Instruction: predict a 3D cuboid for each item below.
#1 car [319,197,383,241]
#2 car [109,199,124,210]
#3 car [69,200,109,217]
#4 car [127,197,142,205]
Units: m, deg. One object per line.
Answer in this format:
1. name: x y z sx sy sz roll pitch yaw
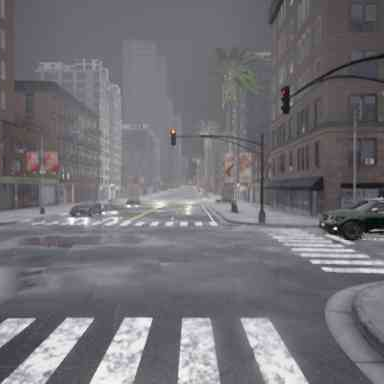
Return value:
1. car: 9.340 1.295 16.504 5.566 2.045 2.150 0 1 3
2. car: -9.820 1.566 41.526 1.895 1.301 4.718 0 0 0
3. car: -9.827 1.523 31.511 2.033 1.411 5.357 0 0 0
4. car: -9.787 1.504 56.455 1.994 1.385 4.181 0 0 0
